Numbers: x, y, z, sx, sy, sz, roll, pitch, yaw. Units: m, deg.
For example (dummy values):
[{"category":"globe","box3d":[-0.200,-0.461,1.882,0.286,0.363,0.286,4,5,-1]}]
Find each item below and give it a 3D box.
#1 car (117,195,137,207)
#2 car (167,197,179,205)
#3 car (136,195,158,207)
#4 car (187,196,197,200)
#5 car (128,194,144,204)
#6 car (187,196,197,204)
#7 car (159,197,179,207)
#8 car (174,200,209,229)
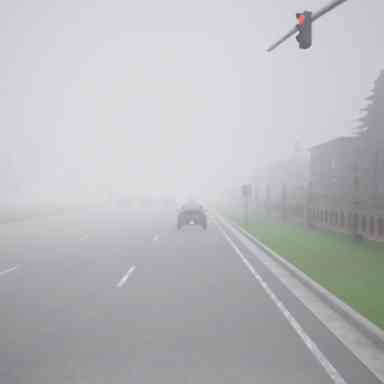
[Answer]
[{"category":"car","box3d":[-10.503,1.577,52.567,1.994,1.385,4.181,0,0,0]},{"category":"car","box3d":[-3.504,1.617,62.634,1.895,1.301,4.718,0,0,0]},{"category":"car","box3d":[-7.003,1.491,52.184,1.882,1.535,5.008,0,0,0]},{"category":"car","box3d":[-0.003,1.561,52.184,2.033,1.411,5.357,0,0,0]},{"category":"car","box3d":[-10.504,1.368,62.574,2.097,1.767,4.553,0,0,0]},{"category":"car","box3d":[-0.004,1.542,62.604,1.812,1.442,4.674,0,0,0]},{"category":"car","box3d":[-3.503,1.505,52.184,2.128,1.511,4.902,0,0,0]},{"category":"car","box3d":[-0.001,1.510,21.571,1.837,1.490,4.892,0,0,0]}]
